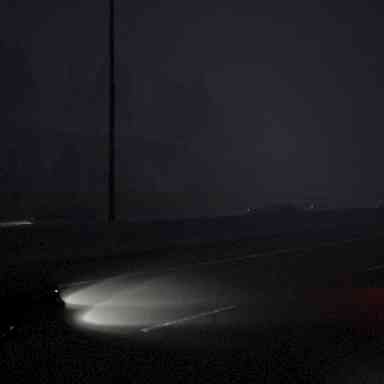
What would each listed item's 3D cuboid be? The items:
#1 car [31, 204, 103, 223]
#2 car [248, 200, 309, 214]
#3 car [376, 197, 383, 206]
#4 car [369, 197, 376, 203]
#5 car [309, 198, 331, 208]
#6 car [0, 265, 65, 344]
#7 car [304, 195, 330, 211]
[{"bbox_3d":[-10.021,1.649,26.989,5.357,1.411,2.033,0,0,-36],"label":"car"},{"bbox_3d":[6.944,1.640,26.525,4.674,1.442,1.812,1,0,-37],"label":"car"},{"bbox_3d":[35.659,1.758,60.935,1.882,1.535,5.008,0,0,38],"label":"car"},{"bbox_3d":[41.625,1.828,75.967,1.837,1.490,4.892,0,0,31],"label":"car"},{"bbox_3d":[20.736,1.764,53.841,1.812,1.442,4.674,0,0,43],"label":"car"},{"bbox_3d":[-4.729,1.563,4.639,5.357,1.411,2.033,0,0,-35],"label":"car"},{"bbox_3d":[16.347,1.415,44.218,5.566,2.045,2.150,0,0,-44],"label":"car"}]
